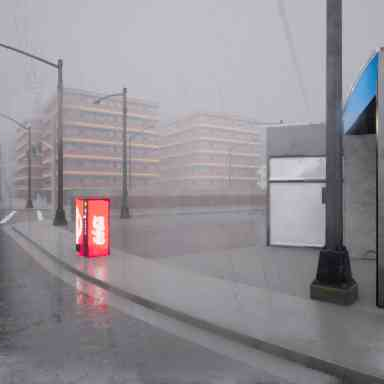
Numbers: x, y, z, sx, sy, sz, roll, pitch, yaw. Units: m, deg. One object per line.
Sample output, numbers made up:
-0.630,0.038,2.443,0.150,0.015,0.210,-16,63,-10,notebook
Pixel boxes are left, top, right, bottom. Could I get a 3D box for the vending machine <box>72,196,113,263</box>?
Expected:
-3.349,1.195,11.238,1.100,2.100,0.880,0,0,-36,vending machine
